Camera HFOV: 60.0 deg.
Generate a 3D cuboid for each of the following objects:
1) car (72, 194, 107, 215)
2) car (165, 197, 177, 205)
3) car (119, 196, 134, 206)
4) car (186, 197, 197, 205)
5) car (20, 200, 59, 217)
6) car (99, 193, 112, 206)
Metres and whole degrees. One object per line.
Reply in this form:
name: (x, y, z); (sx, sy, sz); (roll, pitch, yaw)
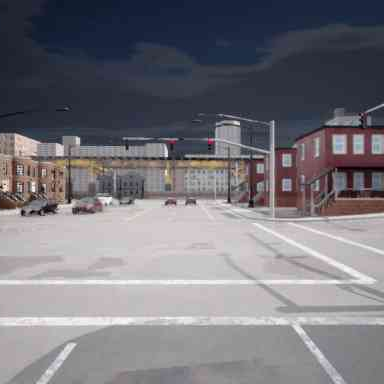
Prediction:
car: (-10.697, 1.353, 34.283); (2.097, 1.767, 4.553); (0, 0, 0)
car: (-3.565, 1.526, 56.764); (1.812, 1.442, 4.674); (0, 0, 0)
car: (-10.732, 1.492, 54.611); (2.128, 1.511, 4.902); (0, 0, 0)
car: (-0.170, 1.526, 58.582); (1.812, 1.442, 4.674); (0, 0, 0)
car: (-14.222, 1.491, 31.267); (2.128, 1.511, 4.902); (0, 0, 1)
car: (-14.237, 1.220, 52.855); (2.150, 2.045, 5.566); (0, 0, 0)
